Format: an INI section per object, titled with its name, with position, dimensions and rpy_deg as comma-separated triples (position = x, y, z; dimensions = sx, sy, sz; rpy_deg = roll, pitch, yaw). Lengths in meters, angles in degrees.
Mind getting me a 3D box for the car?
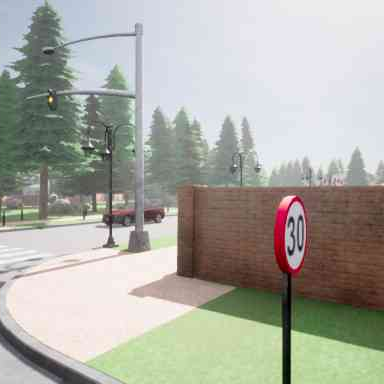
[car]
position = -3.956, 1.464, 23.097
dimensions = 1.882, 1.535, 5.008
rpy_deg = 0, 0, 34
